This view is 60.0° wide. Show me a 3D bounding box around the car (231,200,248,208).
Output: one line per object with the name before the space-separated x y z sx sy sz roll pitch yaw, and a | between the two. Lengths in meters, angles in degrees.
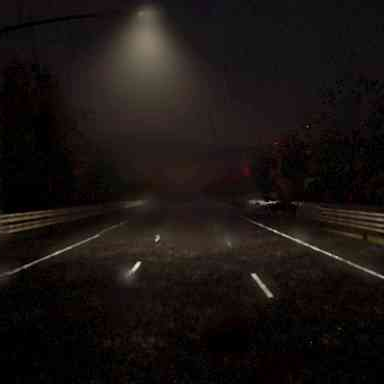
car | 8.505 2.118 60.350 2.033 1.411 5.357 0 0 -8

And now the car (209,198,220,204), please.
car | 6.378 2.374 88.075 1.882 1.535 5.008 0 -1 -1

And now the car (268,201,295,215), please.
car | 11.444 1.973 42.687 1.837 1.490 4.892 0 0 -12
